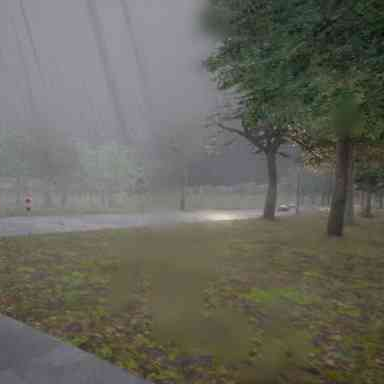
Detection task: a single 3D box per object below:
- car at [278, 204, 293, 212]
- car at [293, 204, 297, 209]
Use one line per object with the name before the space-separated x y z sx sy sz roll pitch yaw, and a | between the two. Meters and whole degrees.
car | 19.917 3.551 71.824 1.812 1.442 4.674 2 -1 28
car | 26.983 3.873 90.475 1.882 1.535 5.008 2 0 36
